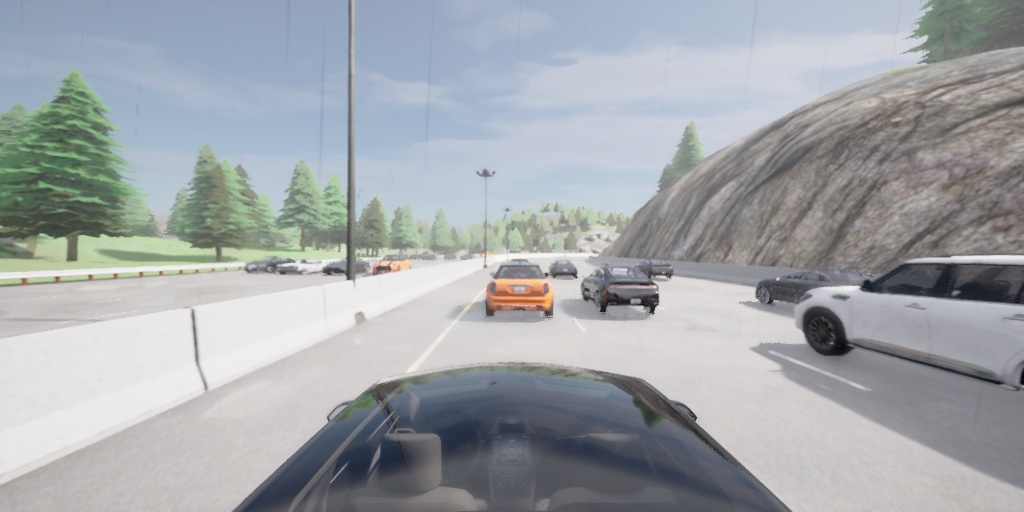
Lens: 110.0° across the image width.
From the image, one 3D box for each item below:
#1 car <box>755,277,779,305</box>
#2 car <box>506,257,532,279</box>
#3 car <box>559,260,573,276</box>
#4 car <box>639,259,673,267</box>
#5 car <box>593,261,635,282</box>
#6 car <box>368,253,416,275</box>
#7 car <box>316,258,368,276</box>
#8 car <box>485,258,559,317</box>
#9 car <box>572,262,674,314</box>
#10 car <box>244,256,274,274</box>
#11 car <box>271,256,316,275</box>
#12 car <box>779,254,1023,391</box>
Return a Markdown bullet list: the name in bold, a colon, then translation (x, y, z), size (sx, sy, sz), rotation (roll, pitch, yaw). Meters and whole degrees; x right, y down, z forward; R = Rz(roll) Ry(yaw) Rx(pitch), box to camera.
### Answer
- **car**: translation (10.766, 1.186, 12.598), size (2.128, 1.511, 4.902), rotation (0, 1, 1)
- **car**: translation (0.550, 0.919, 28.625), size (1.837, 1.490, 4.892), rotation (0, 1, 1)
- **car**: translation (4.056, 0.999, 29.023), size (1.994, 1.385, 4.181), rotation (0, 1, 1)
- **car**: translation (11.047, 0.988, 28.408), size (2.128, 1.511, 4.902), rotation (0, 1, 1)
- **car**: translation (7.517, 1.090, 26.866), size (1.895, 1.301, 4.718), rotation (0, 1, 1)
- **car**: translation (-10.107, 0.659, 30.542), size (2.097, 1.767, 4.553), rotation (0, 1, 1)
- **car**: translation (-13.622, 0.835, 29.931), size (2.033, 1.411, 5.357), rotation (0, 1, 1)
- **car**: translation (0.265, 0.967, 12.615), size (2.097, 1.767, 4.553), rotation (0, 1, 1)
- **car**: translation (3.777, 1.125, 13.214), size (2.128, 1.511, 4.902), rotation (0, 1, 1)
- **car**: translation (-20.601, 0.715, 30.822), size (2.128, 1.511, 4.902), rotation (0, 1, 1)
- **car**: translation (-17.127, 0.865, 29.628), size (1.895, 1.301, 4.718), rotation (0, 1, 1)
- **car**: translation (7.116, 0.982, 5.292), size (2.150, 2.045, 5.566), rotation (0, 1, 1)
